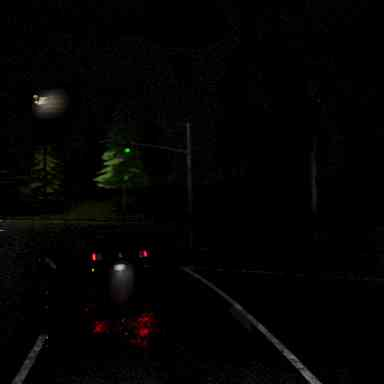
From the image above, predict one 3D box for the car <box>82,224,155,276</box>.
[{"bbox_3d":[-2.545,1.709,10.843,1.895,1.301,4.718,-1,0,-17],"label":"car"}]
